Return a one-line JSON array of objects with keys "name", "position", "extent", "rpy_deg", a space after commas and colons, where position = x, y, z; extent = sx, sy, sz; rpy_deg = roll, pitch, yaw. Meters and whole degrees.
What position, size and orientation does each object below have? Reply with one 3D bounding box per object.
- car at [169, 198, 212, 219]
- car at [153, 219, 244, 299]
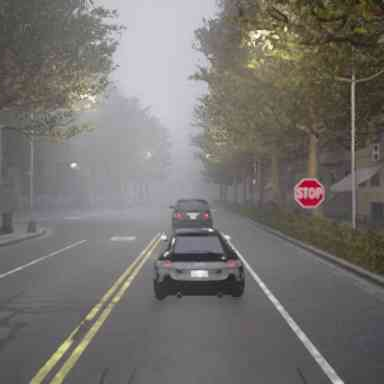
[{"name": "car", "position": [-0.127, 1.379, 19.369], "extent": [2.150, 2.045, 5.566], "rpy_deg": [0, 0, -4]}, {"name": "car", "position": [0.104, 1.634, 8.696], "extent": [1.994, 1.385, 4.181], "rpy_deg": [0, -1, -1]}]
